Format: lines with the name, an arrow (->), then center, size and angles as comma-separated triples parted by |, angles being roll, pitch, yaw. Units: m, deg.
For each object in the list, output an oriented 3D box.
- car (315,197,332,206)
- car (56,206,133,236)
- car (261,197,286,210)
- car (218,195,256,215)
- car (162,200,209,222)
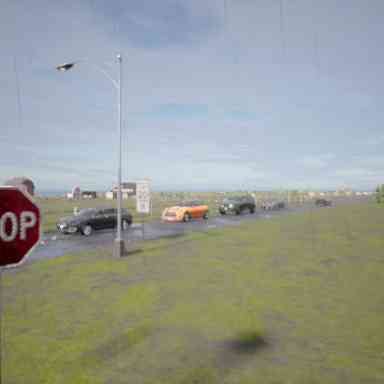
car -> 22.181, 1.629, 56.053 | 1.837, 1.490, 4.892 | 0, 0, 34
car -> -5.634, 1.634, 19.720 | 1.837, 1.490, 4.892 | 0, 0, 32
car -> 10.842, 1.471, 44.337 | 2.097, 1.767, 4.553 | 0, 0, 34
car -> 4.950, 1.340, 35.594 | 2.150, 2.045, 5.566 | 0, 0, 34
car -> -0.462, 1.477, 27.522 | 2.097, 1.767, 4.553 | 0, 0, 34
